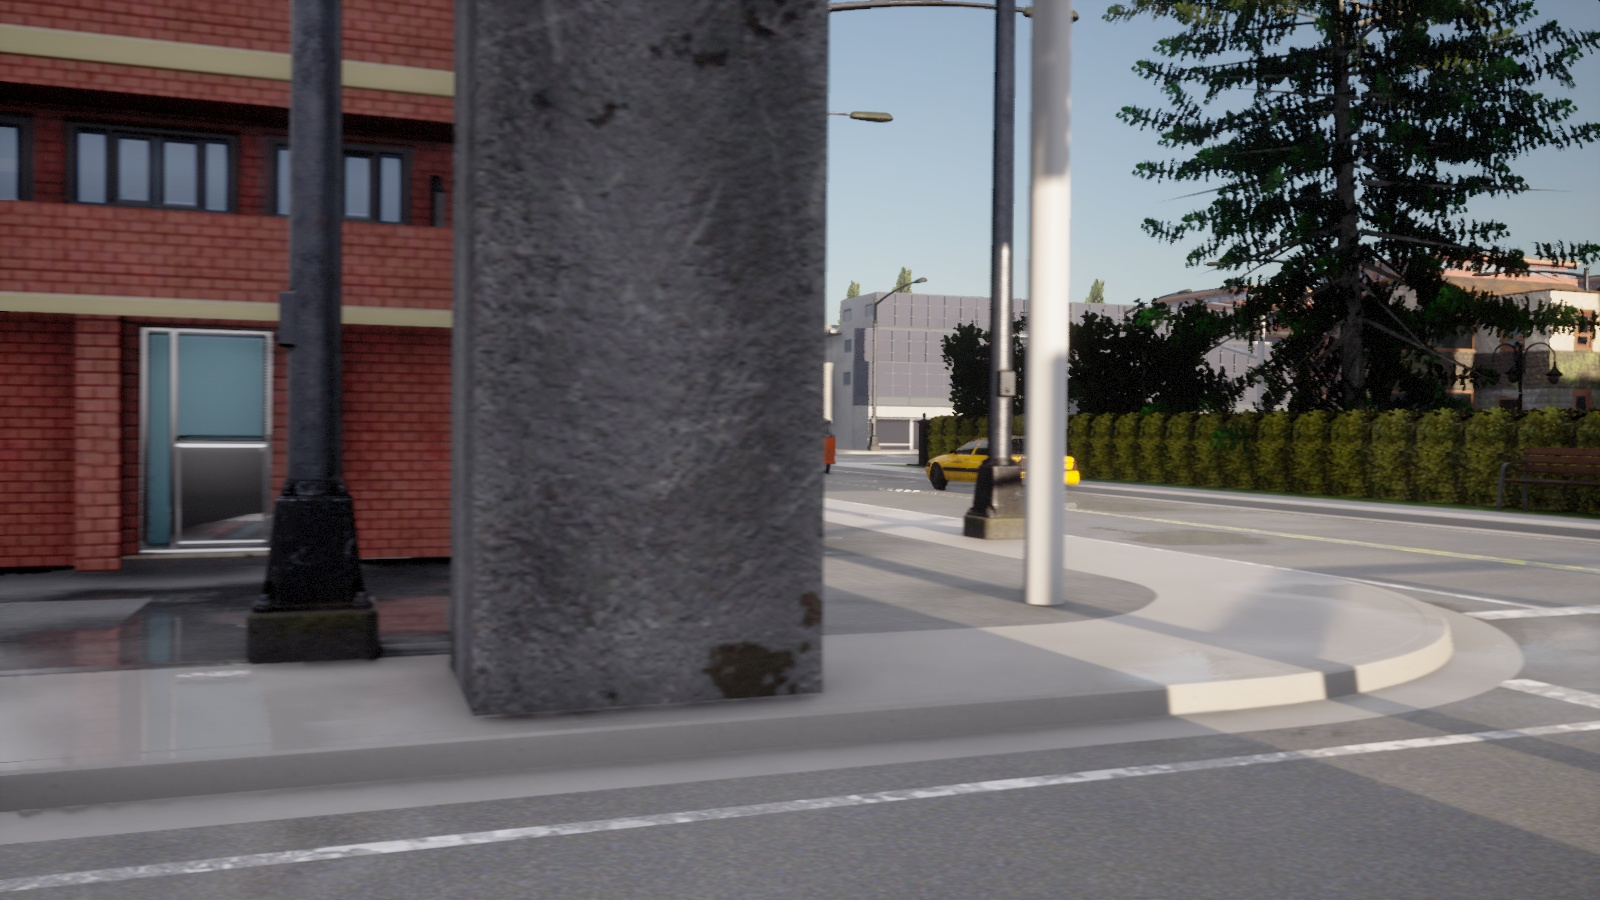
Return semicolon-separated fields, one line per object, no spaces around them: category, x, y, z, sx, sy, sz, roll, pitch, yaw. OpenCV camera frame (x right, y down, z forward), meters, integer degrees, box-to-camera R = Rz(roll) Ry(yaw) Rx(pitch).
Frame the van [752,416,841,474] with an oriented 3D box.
van;-0.205;-0.186;45.299;1.775;1.987;4.442;-1;1;-20

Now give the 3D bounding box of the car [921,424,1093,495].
car;4.988;0.177;31.202;1.801;1.575;5.366;-1;1;-20
